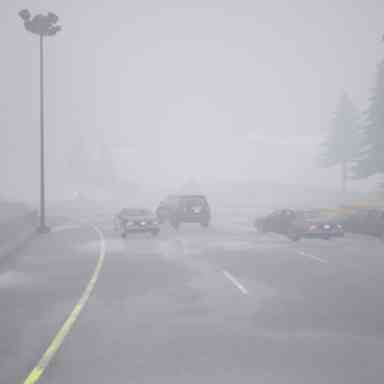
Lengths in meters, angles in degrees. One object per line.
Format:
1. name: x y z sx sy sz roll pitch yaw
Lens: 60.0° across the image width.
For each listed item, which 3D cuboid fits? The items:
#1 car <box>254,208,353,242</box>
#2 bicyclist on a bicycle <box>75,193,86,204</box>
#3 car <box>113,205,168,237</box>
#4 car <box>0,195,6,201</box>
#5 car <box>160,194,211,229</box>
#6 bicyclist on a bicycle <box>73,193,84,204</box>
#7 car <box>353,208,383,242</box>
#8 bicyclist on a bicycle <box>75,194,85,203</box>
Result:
1. car: 4.889 1.476 16.060 2.033 1.411 5.357 0 0 -15
2. bicyclist on a bicycle: -21.260 1.192 63.438 0.582 1.620 1.656 -1 -23 29
3. car: -3.109 1.509 17.922 2.033 1.411 5.357 0 0 -19
4. car: -40.561 1.252 68.697 4.892 1.490 1.837 0 0 30
5. car: -0.670 1.156 21.264 2.150 2.045 5.566 0 0 -21
6. bicyclist on a bicycle: -21.701 1.194 63.703 0.582 1.620 1.656 1 -23 30
7. car: 8.660 1.459 15.387 2.033 1.411 5.357 0 0 -14
8. bicyclist on a bicycle: -20.773 1.193 63.134 0.582 1.620 1.656 1 -20 31
